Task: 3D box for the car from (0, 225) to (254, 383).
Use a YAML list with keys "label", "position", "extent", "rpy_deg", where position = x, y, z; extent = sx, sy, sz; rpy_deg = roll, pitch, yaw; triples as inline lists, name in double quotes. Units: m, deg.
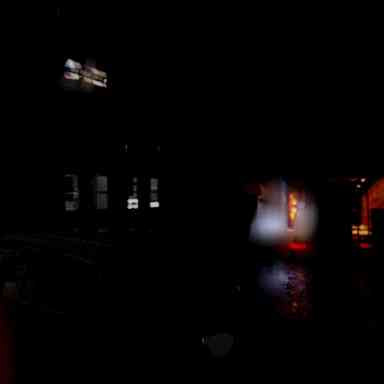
- label: "car"
  position: [-1.698, 1.349, 4.107]
  extent: [5.009, 1.841, 2.192]
  rpy_deg: [-1, -1, 36]
